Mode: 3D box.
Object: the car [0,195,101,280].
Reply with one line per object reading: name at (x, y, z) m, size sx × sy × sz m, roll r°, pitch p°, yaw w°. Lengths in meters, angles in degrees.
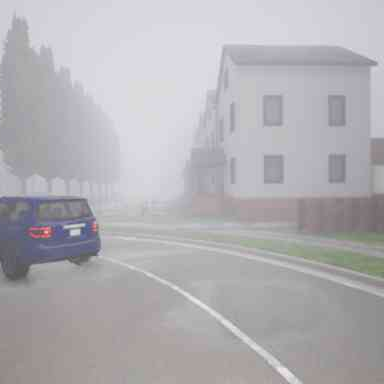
car at (-5.133, 1.130, 9.952) m, size 5.566 × 2.045 × 2.150 m, roll 0°, pitch 1°, yaw 35°
